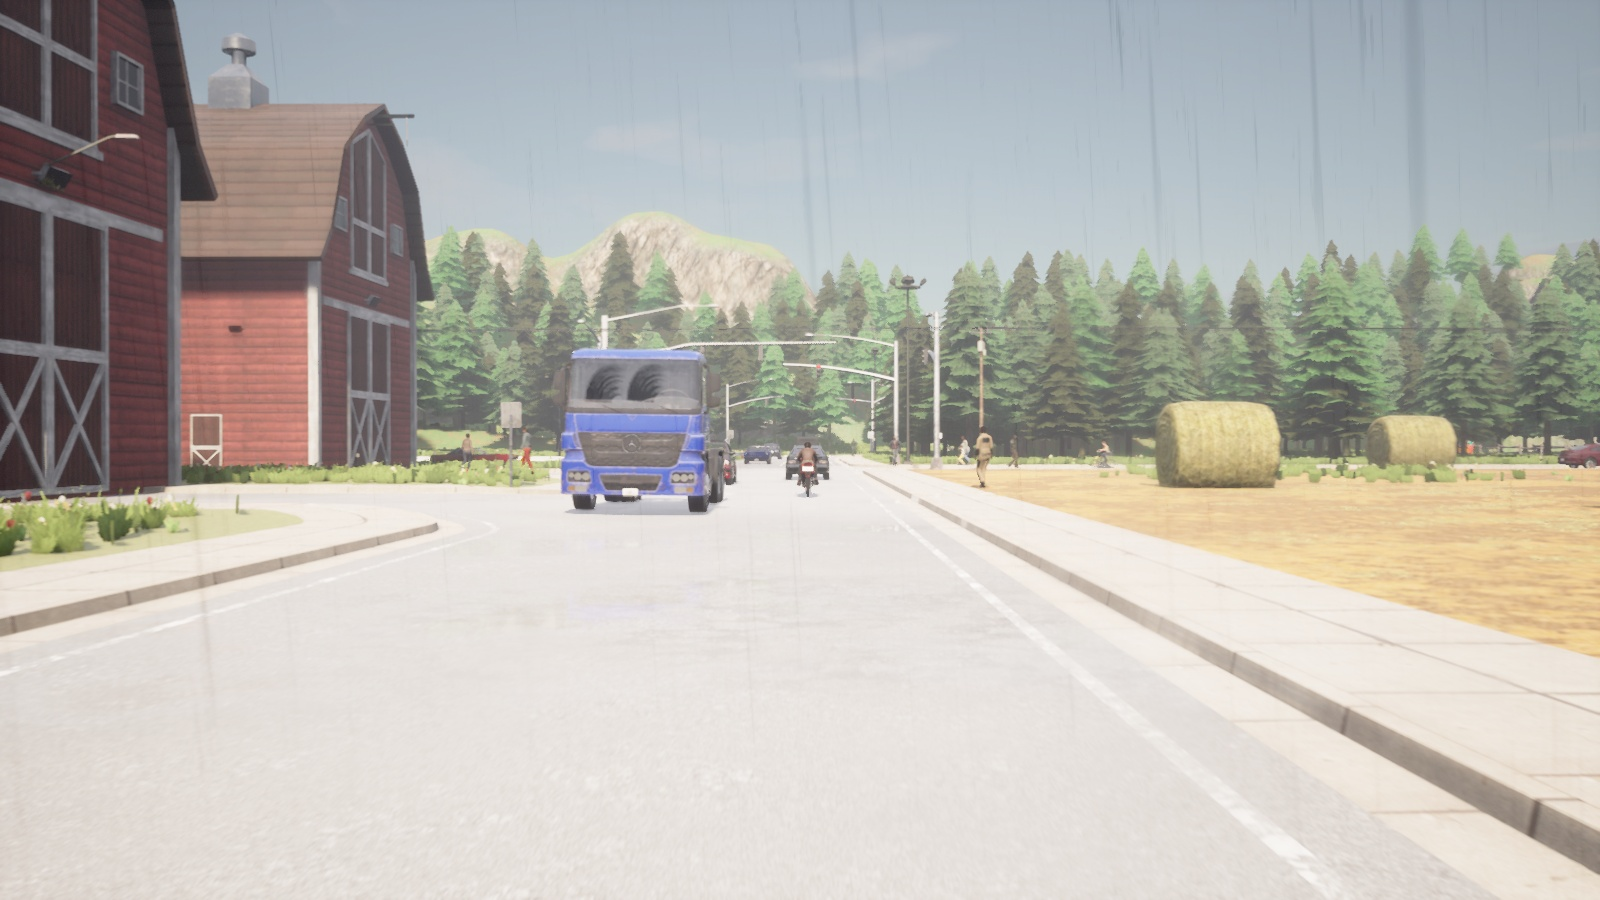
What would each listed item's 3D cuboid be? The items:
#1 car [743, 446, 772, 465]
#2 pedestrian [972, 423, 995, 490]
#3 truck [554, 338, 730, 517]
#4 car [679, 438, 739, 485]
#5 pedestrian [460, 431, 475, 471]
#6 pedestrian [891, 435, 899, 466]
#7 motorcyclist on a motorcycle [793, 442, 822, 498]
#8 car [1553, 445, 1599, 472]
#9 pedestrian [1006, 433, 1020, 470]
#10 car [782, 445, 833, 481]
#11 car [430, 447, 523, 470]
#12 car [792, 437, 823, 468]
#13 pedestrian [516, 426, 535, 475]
[{"bbox_3d":[-2.981,0.344,88.576,1.895,1.301,4.718,0,0,0],"label":"car"},{"bbox_3d":[5.377,0.193,36.738,0.396,1.930,0.692,0,0,-18],"label":"pedestrian"},{"bbox_3d":[-3.317,-0.459,28.524,2.891,3.462,7.936,1,0,0],"label":"truck"},{"bbox_3d":[-3.227,0.387,45.158,1.851,1.617,3.988,0,0,0],"label":"car"},{"bbox_3d":[-15.124,0.055,57.100,0.328,1.805,0.869,0,0,10],"label":"pedestrian"},{"bbox_3d":[5.765,0.019,76.153,0.376,1.854,0.720,0,0,-9],"label":"pedestrian"},{"bbox_3d":[0.215,0.530,35.053,0.797,1.523,2.044,0,0,0],"label":"motorcyclist on a motorcycle"},{"bbox_3d":[44.067,0.447,68.677,4.674,1.442,1.812,0,0,1],"label":"car"},{"bbox_3d":[11.106,0.058,65.454,0.692,1.930,0.395,0,0,13],"label":"pedestrian"},{"bbox_3d":[0.314,0.497,52.060,2.033,1.411,5.357,0,0,0],"label":"car"},{"bbox_3d":[-18.054,0.463,70.155,4.718,1.301,1.895,0,0,1],"label":"car"},{"bbox_3d":[0.460,0.107,78.111,1.905,1.878,3.866,0,1,0],"label":"car"},{"bbox_3d":[-10.390,0.009,47.566,0.614,1.847,0.353,0,0,13],"label":"pedestrian"}]
